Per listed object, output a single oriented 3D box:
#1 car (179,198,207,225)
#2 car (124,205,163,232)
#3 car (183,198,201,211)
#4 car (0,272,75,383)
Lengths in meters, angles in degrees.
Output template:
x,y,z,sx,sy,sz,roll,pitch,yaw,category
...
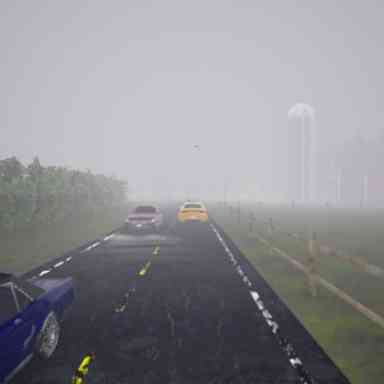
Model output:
x,y,z,sx,sy,sz,roll,pitch,yaw,category
0.062,1.493,24.369,1.882,1.535,5.008,0,0,0,car
-2.820,1.538,20.131,1.812,1.442,4.674,0,0,0,car
0.019,1.528,43.061,2.128,1.511,4.902,0,0,0,car
-2.833,1.602,3.178,1.895,1.301,4.718,0,0,0,car
